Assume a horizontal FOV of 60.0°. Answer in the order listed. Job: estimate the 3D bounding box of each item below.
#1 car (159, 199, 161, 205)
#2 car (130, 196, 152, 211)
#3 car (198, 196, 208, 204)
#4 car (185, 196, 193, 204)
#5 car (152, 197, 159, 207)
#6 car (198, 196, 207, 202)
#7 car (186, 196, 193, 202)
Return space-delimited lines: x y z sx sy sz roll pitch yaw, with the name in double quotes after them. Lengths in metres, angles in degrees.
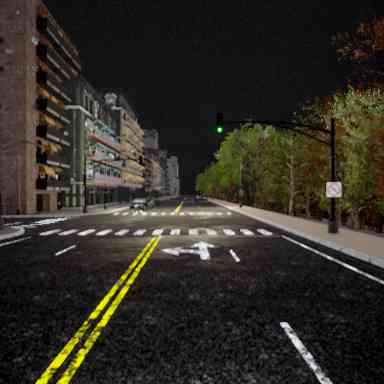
-7.082 1.852 64.013 1.895 1.301 4.718 0 0 0 "car"
-6.966 1.659 43.949 2.128 1.511 4.902 0 0 0 "car"
2.629 1.813 74.410 2.128 1.511 4.902 0 0 0 "car"
-0.621 1.813 74.380 2.128 1.511 4.902 0 0 0 "car"
-7.038 1.560 53.754 2.097 1.767 4.553 0 0 -1 "car"
2.542 1.797 84.830 2.128 1.511 4.902 0 0 0 "car"
-0.707 1.796 84.803 1.812 1.442 4.674 0 0 0 "car"
